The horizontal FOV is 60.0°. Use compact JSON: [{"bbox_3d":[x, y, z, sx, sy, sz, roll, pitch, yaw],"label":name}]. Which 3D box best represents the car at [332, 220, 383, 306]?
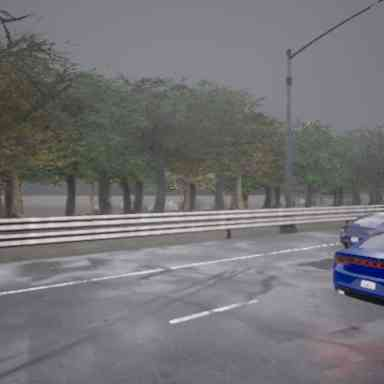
[{"bbox_3d":[5.166,1.504,7.325,5.008,1.535,1.882,0,0,-35],"label":"car"}]

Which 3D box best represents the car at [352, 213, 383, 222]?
[{"bbox_3d":[7.836,1.569,13.390,4.674,1.442,1.812,0,0,-34],"label":"car"}]
